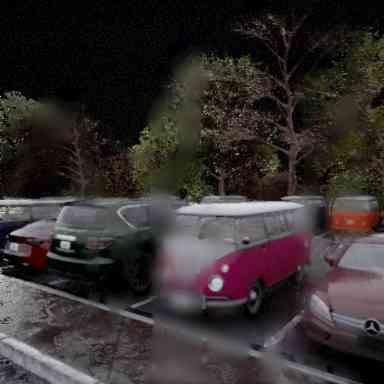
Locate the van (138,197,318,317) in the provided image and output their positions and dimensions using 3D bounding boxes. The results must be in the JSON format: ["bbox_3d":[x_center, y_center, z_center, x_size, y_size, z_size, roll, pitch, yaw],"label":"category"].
[{"bbox_3d":[1.125,1.224,7.294,1.878,1.987,4.442,0,0,36],"label":"van"}]

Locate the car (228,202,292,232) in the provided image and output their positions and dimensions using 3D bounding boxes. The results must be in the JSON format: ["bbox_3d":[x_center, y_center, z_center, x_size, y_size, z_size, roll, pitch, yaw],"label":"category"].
[{"bbox_3d":[4.438,1.449,21.158,2.097,1.535,5.008,-1,0,36],"label":"car"}]

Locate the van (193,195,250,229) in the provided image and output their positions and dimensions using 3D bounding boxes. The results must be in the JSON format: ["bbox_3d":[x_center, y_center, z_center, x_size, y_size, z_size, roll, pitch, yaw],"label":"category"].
[{"bbox_3d":[2.113,1.255,22.673,1.878,1.987,4.442,-1,0,36],"label":"van"}]

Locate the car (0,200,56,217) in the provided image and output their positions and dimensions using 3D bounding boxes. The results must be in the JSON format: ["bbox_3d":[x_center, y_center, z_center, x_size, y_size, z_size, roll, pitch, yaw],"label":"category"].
[{"bbox_3d":[-18.192,1.762,37.129,1.946,1.575,5.366,-1,-1,36],"label":"car"}]

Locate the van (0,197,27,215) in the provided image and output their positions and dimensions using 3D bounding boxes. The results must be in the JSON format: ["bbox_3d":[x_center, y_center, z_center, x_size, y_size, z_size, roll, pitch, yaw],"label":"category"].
[{"bbox_3d":[-5.634,1.258,12.133,1.878,1.987,4.442,-1,0,36],"label":"van"}]

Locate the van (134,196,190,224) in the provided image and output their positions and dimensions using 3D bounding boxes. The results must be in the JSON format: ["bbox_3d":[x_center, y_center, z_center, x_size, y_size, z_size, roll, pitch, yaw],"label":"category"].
[{"bbox_3d":[-2.255,1.317,26.088,1.878,1.987,4.442,-1,0,36],"label":"van"}]

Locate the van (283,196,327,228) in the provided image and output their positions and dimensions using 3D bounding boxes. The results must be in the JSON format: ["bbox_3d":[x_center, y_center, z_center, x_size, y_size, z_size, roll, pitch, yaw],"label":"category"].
[{"bbox_3d":[6.496,1.209,19.535,1.878,1.987,4.442,0,0,36],"label":"van"}]

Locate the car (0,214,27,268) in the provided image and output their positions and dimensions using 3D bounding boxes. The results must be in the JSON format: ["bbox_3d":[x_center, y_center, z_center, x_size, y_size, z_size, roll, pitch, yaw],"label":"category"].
[{"bbox_3d":[-3.284,1.482,10.631,2.163,1.488,4.792,0,0,36],"label":"car"}]

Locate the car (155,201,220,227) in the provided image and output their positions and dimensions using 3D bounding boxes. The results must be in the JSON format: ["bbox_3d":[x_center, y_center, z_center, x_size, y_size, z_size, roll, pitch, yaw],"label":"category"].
[{"bbox_3d":[-0.175,1.509,24.228,1.946,1.575,5.366,-1,0,36],"label":"car"}]

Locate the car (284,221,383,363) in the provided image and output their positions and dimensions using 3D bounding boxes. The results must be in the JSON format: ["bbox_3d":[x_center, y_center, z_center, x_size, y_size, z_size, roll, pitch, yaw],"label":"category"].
[{"bbox_3d":[3.450,1.503,5.776,2.002,1.452,4.674,0,0,36],"label":"car"}]

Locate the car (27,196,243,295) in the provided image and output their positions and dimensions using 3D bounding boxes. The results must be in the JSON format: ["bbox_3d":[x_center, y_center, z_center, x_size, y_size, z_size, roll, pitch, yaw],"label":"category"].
[{"bbox_3d":[-1.048,1.185,9.028,2.435,2.045,5.566,0,0,36],"label":"car"}]

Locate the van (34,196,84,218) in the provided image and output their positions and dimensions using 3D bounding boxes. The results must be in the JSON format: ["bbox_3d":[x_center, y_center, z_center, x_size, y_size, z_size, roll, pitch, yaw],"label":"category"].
[{"bbox_3d":[-13.516,1.474,34.152,1.878,1.987,4.442,-1,0,36],"label":"van"}]

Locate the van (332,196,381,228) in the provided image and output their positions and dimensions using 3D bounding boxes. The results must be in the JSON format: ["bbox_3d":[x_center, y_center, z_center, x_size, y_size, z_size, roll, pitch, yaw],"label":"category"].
[{"bbox_3d":[8.992,1.223,18.034,1.878,1.987,4.442,0,0,36],"label":"van"}]

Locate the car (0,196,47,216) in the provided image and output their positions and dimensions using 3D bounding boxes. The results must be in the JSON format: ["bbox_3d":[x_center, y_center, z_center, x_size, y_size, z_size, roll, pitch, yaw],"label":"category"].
[{"bbox_3d":[-20.322,1.551,38.916,2.435,2.045,5.566,-1,-1,36],"label":"car"}]

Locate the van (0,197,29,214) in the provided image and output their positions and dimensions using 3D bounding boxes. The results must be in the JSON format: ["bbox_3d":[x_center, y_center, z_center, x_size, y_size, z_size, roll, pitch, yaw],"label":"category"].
[{"bbox_3d":[-22.621,1.626,40.672,1.878,1.987,4.442,-1,-1,36],"label":"van"}]

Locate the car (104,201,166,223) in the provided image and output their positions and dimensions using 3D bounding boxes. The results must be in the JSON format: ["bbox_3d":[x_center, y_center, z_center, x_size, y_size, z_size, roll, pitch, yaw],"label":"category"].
[{"bbox_3d":[-4.576,1.576,27.599,2.231,1.521,4.892,-1,0,36],"label":"car"}]

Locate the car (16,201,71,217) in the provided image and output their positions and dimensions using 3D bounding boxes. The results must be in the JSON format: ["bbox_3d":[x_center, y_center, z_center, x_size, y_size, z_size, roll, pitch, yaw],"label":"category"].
[{"bbox_3d":[-15.838,1.732,35.663,2.231,1.521,4.892,-1,0,36],"label":"car"}]
